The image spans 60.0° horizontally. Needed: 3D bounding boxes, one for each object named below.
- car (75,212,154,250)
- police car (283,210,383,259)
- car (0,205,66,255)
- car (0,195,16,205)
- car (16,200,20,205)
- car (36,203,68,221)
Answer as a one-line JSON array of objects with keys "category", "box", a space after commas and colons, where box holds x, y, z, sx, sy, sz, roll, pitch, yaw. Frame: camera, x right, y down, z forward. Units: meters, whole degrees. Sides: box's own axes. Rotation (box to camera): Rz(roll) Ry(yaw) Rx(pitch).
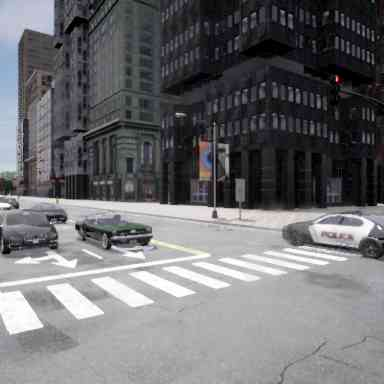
[{"category": "car", "box": [-3.530, 1.595, 14.554, 1.895, 1.301, 4.718, 0, 0, -35]}, {"category": "police car", "box": [5.810, 1.495, 12.805, 2.038, 1.542, 4.974, 0, 0, -35]}, {"category": "car", "box": [-6.909, 1.504, 13.696, 1.837, 1.490, 4.892, 0, 0, -35]}, {"category": "car", "box": [-15.163, 1.219, 25.315, 2.150, 2.045, 5.566, 0, 0, -35]}, {"category": "car", "box": [-23.430, 1.508, 42.712, 1.837, 1.490, 4.892, 0, 0, -35]}, {"category": "car", "box": [-10.819, 1.537, 24.811, 2.033, 1.411, 5.357, 0, 0, -35]}]
